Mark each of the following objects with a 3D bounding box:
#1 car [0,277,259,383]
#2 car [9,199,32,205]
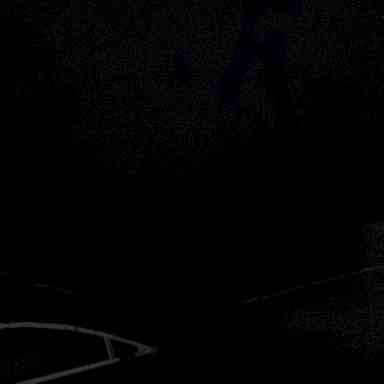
[{"bbox_3d":[-1.574,1.492,2.605,4.902,1.511,2.128,0,0,-36],"label":"car"},{"bbox_3d":[-30.384,1.809,58.599,5.008,1.535,1.882,-1,0,30],"label":"car"}]
